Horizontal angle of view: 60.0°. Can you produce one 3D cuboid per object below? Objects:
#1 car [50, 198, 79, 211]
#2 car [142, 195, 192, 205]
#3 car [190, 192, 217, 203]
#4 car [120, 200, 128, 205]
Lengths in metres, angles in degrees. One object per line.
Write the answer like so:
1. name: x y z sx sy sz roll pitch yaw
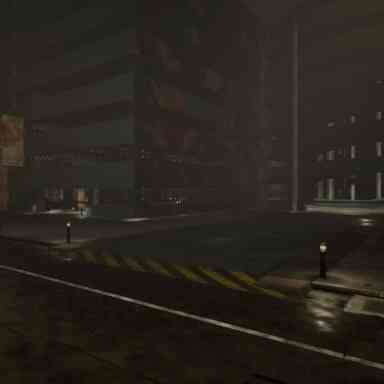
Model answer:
1. car: -15.045 1.413 38.146 4.786 1.482 2.161 0 0 35
2. car: -2.701 1.320 34.487 4.674 1.452 2.002 0 0 35
3. car: 1.952 1.028 62.991 5.566 2.045 2.435 0 0 35
4. car: -8.023 1.463 47.389 4.718 1.301 1.895 0 0 35
